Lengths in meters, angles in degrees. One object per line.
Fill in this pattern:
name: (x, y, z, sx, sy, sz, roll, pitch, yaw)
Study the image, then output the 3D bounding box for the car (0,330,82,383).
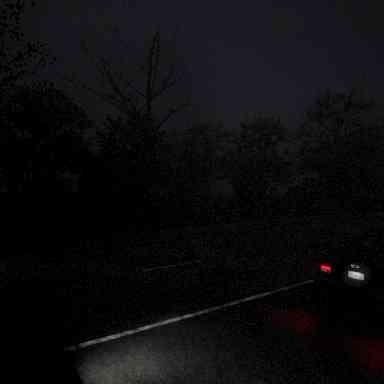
car: (-3.018, 1.500, 1.591, 4.892, 1.490, 1.837, 1, 0, -36)

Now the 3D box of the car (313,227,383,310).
car: (4.880, 1.453, 7.230, 5.357, 1.411, 2.033, -1, 1, -36)
